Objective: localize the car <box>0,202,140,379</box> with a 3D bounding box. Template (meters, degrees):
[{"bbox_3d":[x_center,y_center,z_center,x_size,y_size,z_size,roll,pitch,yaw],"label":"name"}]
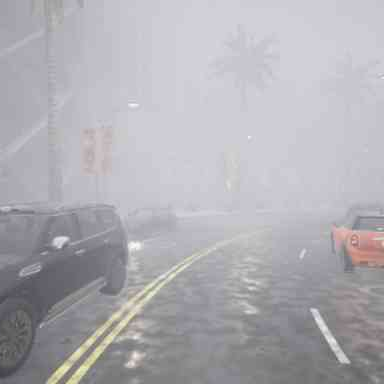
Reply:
[{"bbox_3d":[-2.939,1.242,6.030,2.150,2.045,5.566,0,0,10],"label":"car"}]

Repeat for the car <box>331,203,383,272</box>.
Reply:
[{"bbox_3d":[5.784,1.392,10.715,2.097,1.767,4.553,0,0,18],"label":"car"}]

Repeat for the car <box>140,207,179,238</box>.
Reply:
[{"bbox_3d":[-2.414,1.590,18.417,1.812,1.442,4.674,0,0,27],"label":"car"}]
